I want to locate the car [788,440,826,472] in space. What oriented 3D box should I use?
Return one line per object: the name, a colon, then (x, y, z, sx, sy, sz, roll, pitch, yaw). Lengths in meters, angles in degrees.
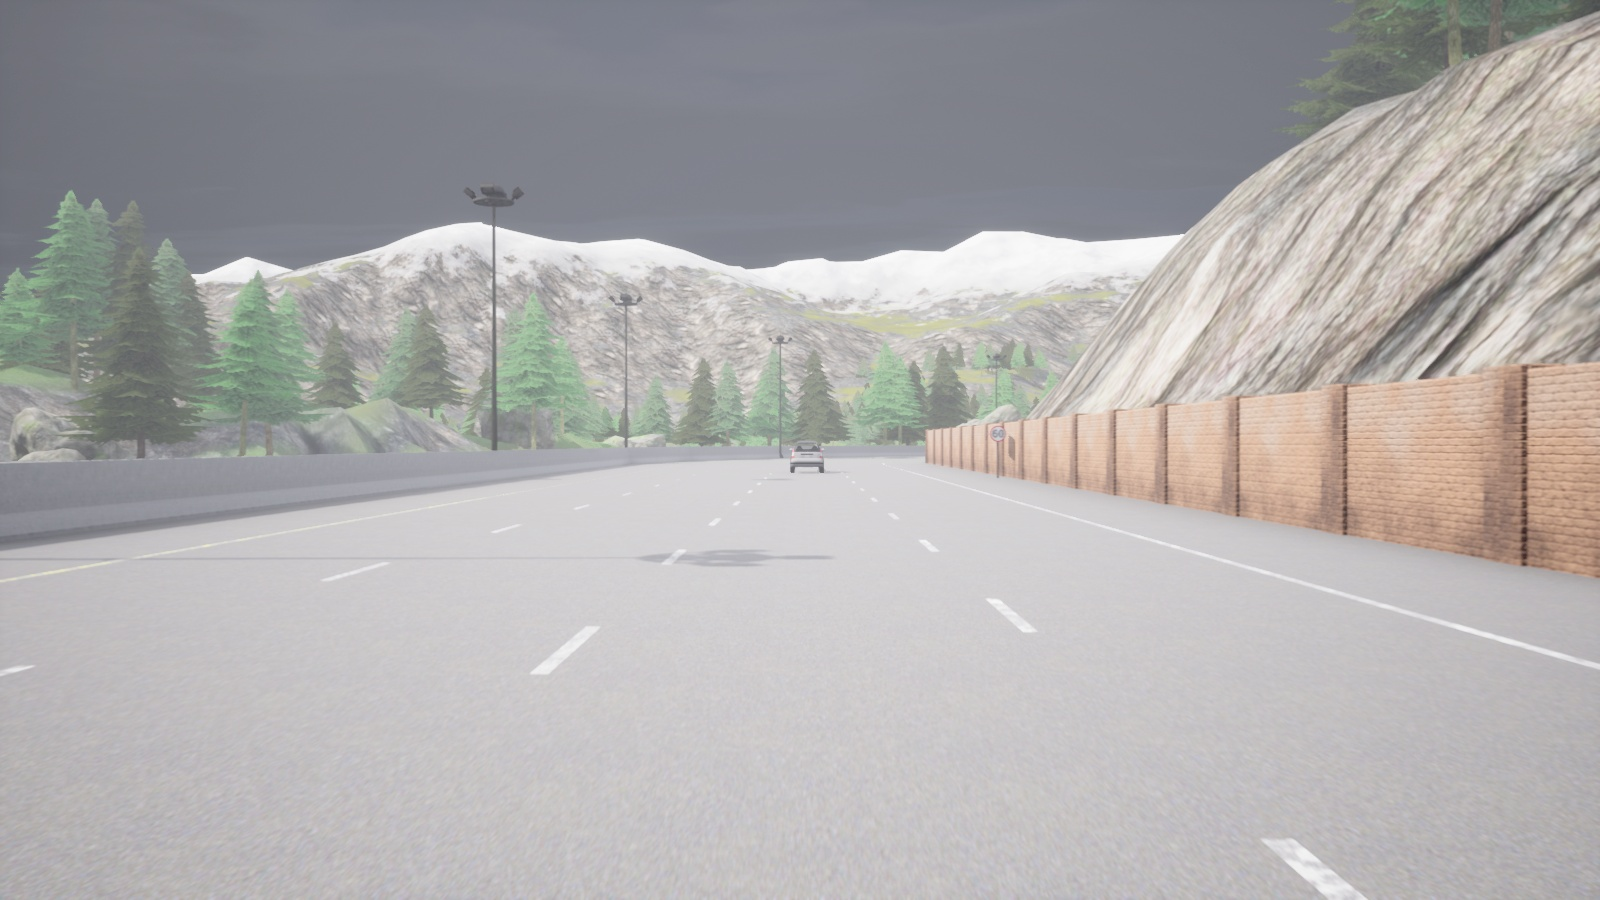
car: (0.362, 0.280, 64.722, 1.851, 1.617, 3.988, 0, 0, 0)
